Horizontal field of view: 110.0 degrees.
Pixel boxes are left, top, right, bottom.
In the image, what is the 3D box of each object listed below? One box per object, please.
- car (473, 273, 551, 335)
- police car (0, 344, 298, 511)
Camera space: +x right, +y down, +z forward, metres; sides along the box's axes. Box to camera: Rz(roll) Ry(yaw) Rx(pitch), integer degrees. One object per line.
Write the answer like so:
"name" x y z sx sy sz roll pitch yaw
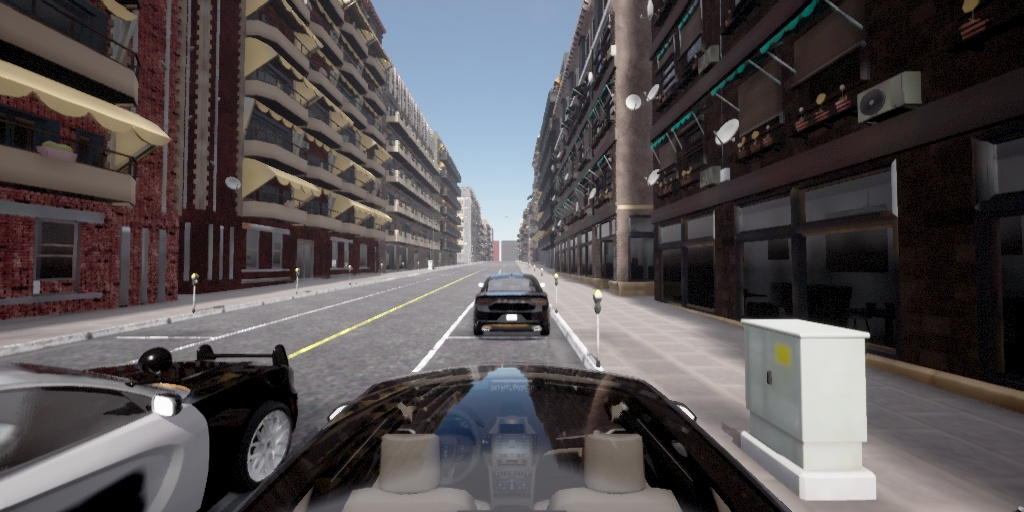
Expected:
"car" -0.006 1.223 10.503 1.882 1.535 5.008 0 0 0
"police car" -3.020 1.169 1.611 1.930 1.638 5.238 0 0 0
